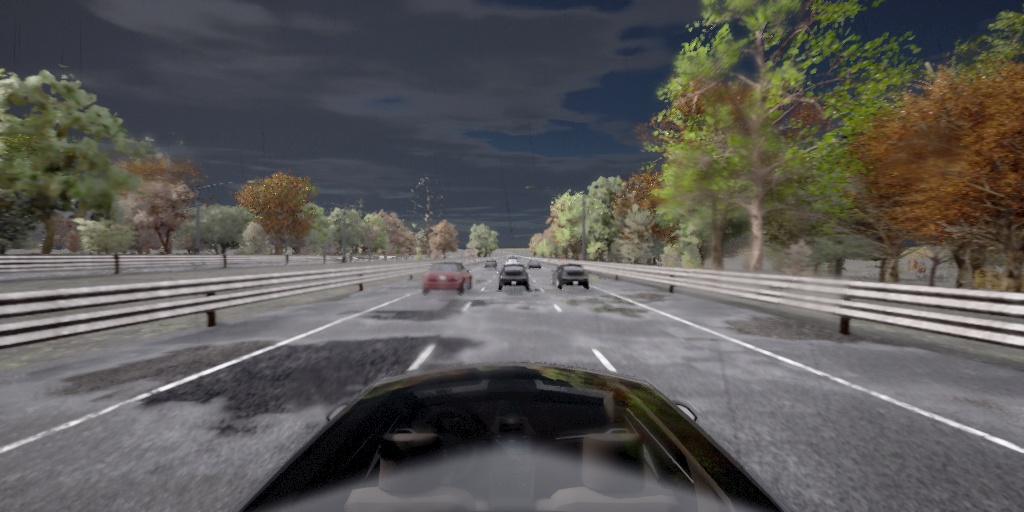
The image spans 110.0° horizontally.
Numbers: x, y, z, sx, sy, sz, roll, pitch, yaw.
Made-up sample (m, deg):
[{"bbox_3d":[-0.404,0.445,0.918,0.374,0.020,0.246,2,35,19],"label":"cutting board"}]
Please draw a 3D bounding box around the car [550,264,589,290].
[{"bbox_3d":[3.607,1.255,22.718,1.837,1.490,4.892,0,0,0],"label":"car"}]

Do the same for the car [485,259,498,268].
[{"bbox_3d":[-3.379,1.237,59.577,2.128,1.511,4.902,0,0,0],"label":"car"}]

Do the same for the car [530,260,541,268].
[{"bbox_3d":[3.621,1.309,59.347,1.994,1.385,4.181,0,0,0],"label":"car"}]

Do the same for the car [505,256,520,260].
[{"bbox_3d":[0.120,0.968,58.772,2.150,2.045,5.566,0,0,0],"label":"car"}]

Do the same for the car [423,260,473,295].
[{"bbox_3d":[-3.398,1.100,19.742,2.097,1.767,4.553,0,0,0],"label":"car"}]

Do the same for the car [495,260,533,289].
[{"bbox_3d":[0.107,1.255,22.711,1.837,1.490,4.892,0,0,0],"label":"car"}]
